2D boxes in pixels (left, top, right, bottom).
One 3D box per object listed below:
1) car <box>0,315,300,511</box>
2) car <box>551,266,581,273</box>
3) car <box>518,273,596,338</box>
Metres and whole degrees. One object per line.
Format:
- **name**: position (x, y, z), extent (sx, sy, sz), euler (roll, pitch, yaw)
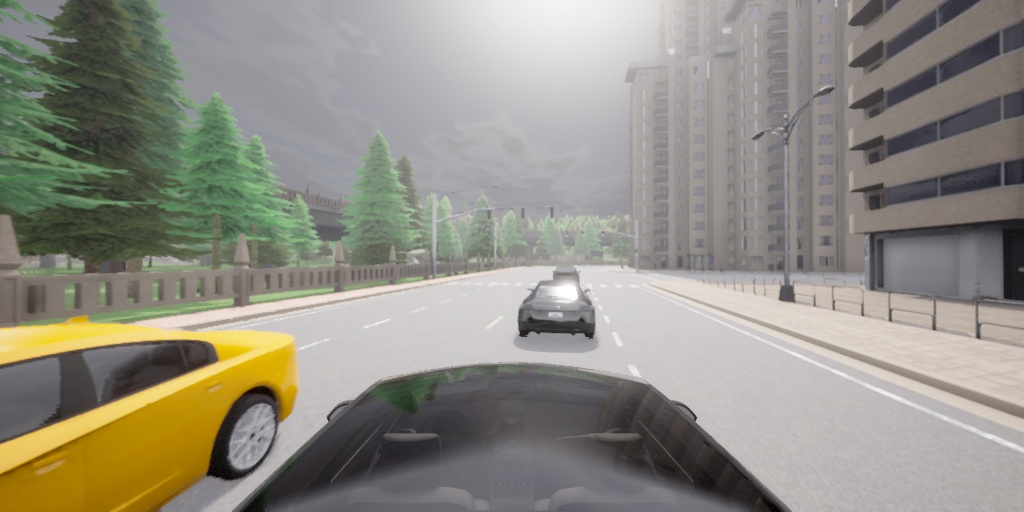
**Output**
- **car**: position (-3.404, 1.224, 1.942), extent (1.882, 1.535, 5.008), euler (0, 0, 3)
- **car**: position (3.931, 1.460, 25.998), extent (1.837, 1.490, 4.892), euler (0, 0, 10)
- **car**: position (1.356, 1.389, 10.546), extent (1.994, 1.385, 4.181), euler (0, 0, 9)
